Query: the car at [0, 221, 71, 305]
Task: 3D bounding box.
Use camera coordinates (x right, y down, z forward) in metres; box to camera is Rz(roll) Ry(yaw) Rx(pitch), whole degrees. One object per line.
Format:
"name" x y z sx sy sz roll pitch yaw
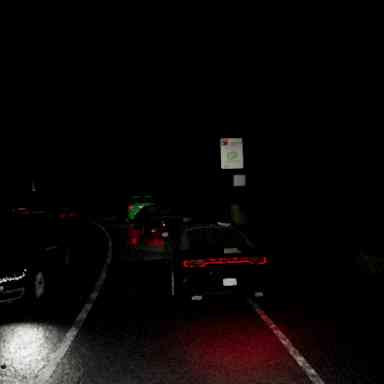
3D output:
"car" -4.303 1.537 8.227 1.837 1.490 4.892 0 0 -9

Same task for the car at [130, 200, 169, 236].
"car" -2.045 1.448 18.580 1.882 1.535 5.008 -2 0 -18

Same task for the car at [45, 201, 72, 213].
"car" -17.034 1.862 42.276 4.902 1.511 2.128 -2 2 45

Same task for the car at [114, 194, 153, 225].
"car" -4.253 1.213 24.479 2.150 2.045 5.566 -2 0 -23

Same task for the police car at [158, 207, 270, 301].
"police car" 0.299 1.403 8.513 1.930 1.638 5.238 -1 0 -8

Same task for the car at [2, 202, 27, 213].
"car" -27.539 2.351 51.561 4.892 1.490 1.837 -3 2 34
